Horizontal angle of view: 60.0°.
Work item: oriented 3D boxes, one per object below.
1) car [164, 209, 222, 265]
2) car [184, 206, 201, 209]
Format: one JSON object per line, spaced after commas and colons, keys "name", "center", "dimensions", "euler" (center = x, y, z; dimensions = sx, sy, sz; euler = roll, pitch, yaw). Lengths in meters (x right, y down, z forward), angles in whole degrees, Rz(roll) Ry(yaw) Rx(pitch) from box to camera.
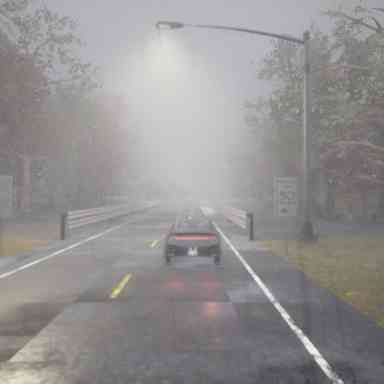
{"name": "car", "center": [0.040, 1.613, 12.249], "dimensions": [2.128, 1.511, 4.902], "euler": [0, -1, 0]}
{"name": "car", "center": [0.017, 1.796, 25.178], "dimensions": [2.033, 1.411, 5.357], "euler": [0, -1, 1]}
